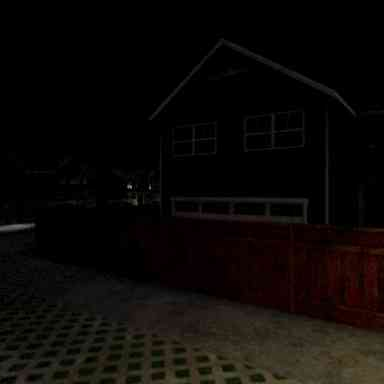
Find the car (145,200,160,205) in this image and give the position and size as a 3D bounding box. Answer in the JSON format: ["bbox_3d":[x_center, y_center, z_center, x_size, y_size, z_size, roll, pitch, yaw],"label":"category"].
[{"bbox_3d":[-5.329,1.912,48.774,1.882,1.535,5.008,0,0,16],"label":"car"}]

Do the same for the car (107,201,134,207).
[{"bbox_3d":[-8.274,1.835,38.348,1.837,1.490,4.892,0,-1,16],"label":"car"}]

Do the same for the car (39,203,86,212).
[{"bbox_3d":[-11.020,1.718,28.508,2.128,1.511,4.902,0,-1,16],"label":"car"}]
